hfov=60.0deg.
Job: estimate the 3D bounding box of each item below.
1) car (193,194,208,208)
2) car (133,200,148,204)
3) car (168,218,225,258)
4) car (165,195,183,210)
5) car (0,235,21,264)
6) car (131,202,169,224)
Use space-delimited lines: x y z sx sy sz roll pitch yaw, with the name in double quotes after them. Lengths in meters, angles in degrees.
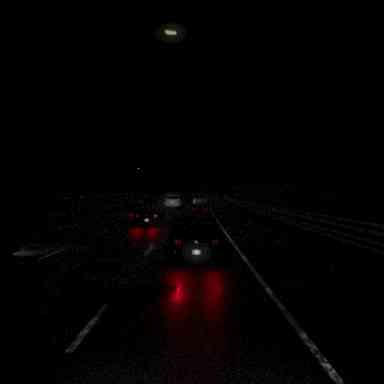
1.281 1.362 51.935 2.150 2.045 5.566 0 0 3 "car"
-6.169 1.653 40.713 1.812 1.442 4.674 0 0 2 "car"
0.177 1.655 12.951 1.895 1.301 4.718 0 0 1 "car"
-2.475 1.360 45.799 2.150 2.045 5.566 0 0 2 "car"
-6.871 1.581 9.066 2.033 1.411 5.357 0 0 1 "car"
-3.106 1.692 25.333 1.895 1.301 4.718 0 0 1 "car"
